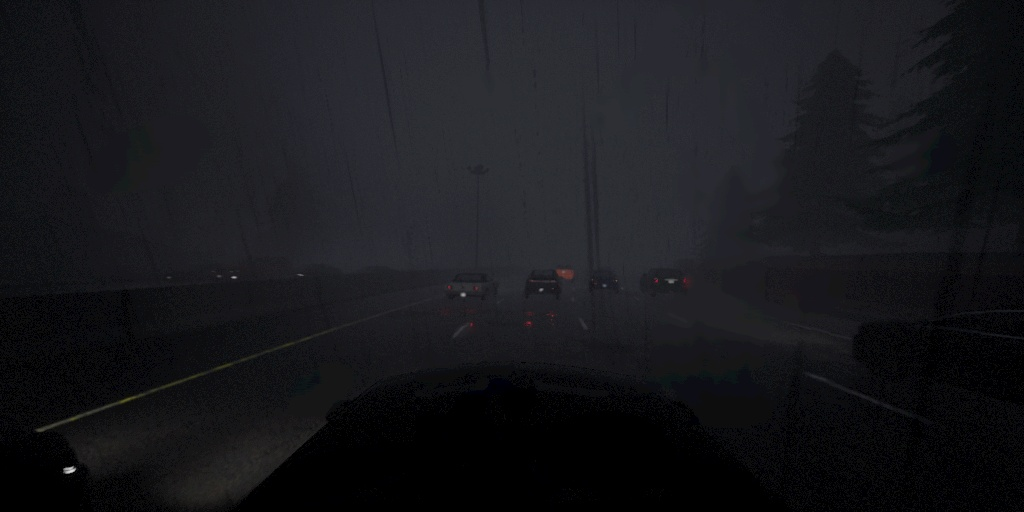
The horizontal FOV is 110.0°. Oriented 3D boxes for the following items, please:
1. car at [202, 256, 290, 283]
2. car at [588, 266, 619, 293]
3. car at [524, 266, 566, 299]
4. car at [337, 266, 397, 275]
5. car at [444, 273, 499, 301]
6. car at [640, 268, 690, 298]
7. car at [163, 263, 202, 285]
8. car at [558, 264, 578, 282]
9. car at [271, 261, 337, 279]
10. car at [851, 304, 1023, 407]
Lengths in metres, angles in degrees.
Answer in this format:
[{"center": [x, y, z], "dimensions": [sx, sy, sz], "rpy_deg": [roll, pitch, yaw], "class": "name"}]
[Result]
[{"center": [-18.654, 1.001, 26.152], "dimensions": [2.150, 2.045, 5.566], "rpy_deg": [1, -1, 10], "class": "car"}, {"center": [6.117, 1.654, 24.221], "dimensions": [1.812, 1.442, 4.674], "rpy_deg": [1, -1, 11], "class": "car"}, {"center": [1.816, 1.502, 20.087], "dimensions": [2.128, 1.511, 4.902], "rpy_deg": [1, -1, 9], "class": "car"}, {"center": [-11.042, 1.473, 28.657], "dimensions": [2.033, 1.411, 5.357], "rpy_deg": [1, -1, 12], "class": "car"}, {"center": [-1.940, 1.539, 18.800], "dimensions": [1.895, 1.301, 4.718], "rpy_deg": [1, -1, 8], "class": "car"}, {"center": [9.275, 1.501, 22.116], "dimensions": [2.097, 1.767, 4.553], "rpy_deg": [1, -1, 10], "class": "car"}, {"center": [-22.195, 1.229, 26.006], "dimensions": [1.837, 1.490, 4.892], "rpy_deg": [1, -1, 10], "class": "car"}, {"center": [5.490, 1.625, 36.424], "dimensions": [2.097, 1.767, 4.553], "rpy_deg": [1, -1, 16], "class": "car"}, {"center": [-14.929, 1.337, 26.944], "dimensions": [2.128, 1.511, 4.902], "rpy_deg": [1, -1, 11], "class": "car"}, {"center": [7.225, 1.388, 4.707], "dimensions": [2.128, 1.511, 4.902], "rpy_deg": [1, -1, 2], "class": "car"}]
